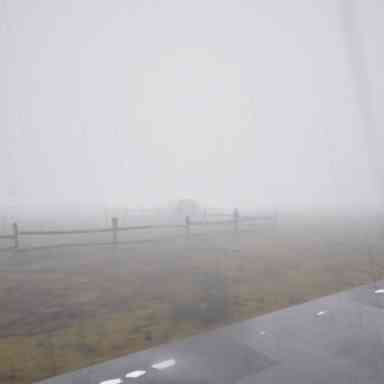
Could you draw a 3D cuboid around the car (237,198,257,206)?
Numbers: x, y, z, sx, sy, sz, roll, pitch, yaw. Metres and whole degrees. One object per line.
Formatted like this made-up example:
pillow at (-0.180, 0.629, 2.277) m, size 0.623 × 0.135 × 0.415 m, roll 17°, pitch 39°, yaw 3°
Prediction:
car at (11.819, 2.084, 71.772) m, size 2.097 × 1.767 × 4.553 m, roll 1°, pitch -2°, yaw -36°
